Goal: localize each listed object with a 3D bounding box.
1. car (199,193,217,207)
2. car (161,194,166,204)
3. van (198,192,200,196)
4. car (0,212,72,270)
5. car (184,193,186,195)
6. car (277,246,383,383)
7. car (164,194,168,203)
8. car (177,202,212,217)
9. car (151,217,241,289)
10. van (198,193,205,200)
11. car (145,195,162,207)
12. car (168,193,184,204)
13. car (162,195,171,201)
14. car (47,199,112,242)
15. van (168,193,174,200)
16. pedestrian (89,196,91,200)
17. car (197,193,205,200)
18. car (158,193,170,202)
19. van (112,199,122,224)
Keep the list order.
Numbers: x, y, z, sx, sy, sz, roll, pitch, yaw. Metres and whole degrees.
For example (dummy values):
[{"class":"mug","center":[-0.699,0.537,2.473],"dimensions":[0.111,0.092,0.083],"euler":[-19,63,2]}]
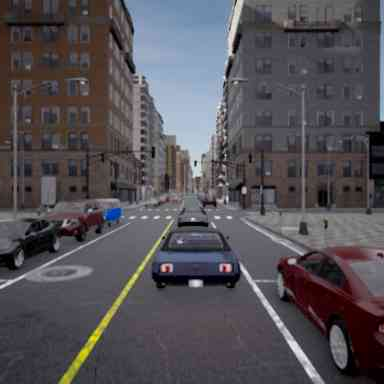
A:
[{"class":"car","center":[2.611,1.286,49.378],"dimensions":[2.192,1.841,5.009],"euler":[0,0,0]},{"class":"car","center":[-5.922,1.526,55.051],"dimensions":[1.947,1.339,4.313],"euler":[0,0,0]},{"class":"van","center":[2.590,1.278,66.349],"dimensions":[1.690,1.788,3.998],"euler":[0,0,0]},{"class":"car","center":[-5.870,1.573,11.098],"dimensions":[1.947,1.339,4.313],"euler":[0,0,0]},{"class":"car","center":[-3.094,1.410,78.600],"dimensions":[1.837,1.490,4.892],"euler":[0,0,0]},{"class":"car","center":[2.663,1.548,5.444],"dimensions":[1.887,1.381,4.507],"euler":[0,0,0]},{"class":"car","center":[-5.928,1.475,60.536],"dimensions":[1.752,1.417,4.829],"euler":[0,0,0]},{"class":"car","center":[0.071,1.577,21.778],"dimensions":[1.994,1.385,4.181],"euler":[0,0,0]},{"class":"car","center":[0.089,1.607,9.108],"dimensions":[1.895,1.301,4.718],"euler":[0,0,0]},{"class":"van","center":[2.563,1.227,88.974],"dimensions":[1.690,1.788,3.998],"euler":[0,0,0]},{"class":"car","center":[-5.915,1.497,49.226],"dimensions":[1.752,1.417,4.829],"euler":[0,0,0]},{"class":"car","center":[-3.119,1.296,63.212],"dimensions":[2.097,1.767,4.553],"euler":[0,0,1]},{"class":"car","center":[-5.949,1.495,77.671],"dimensions":[1.802,1.307,4.206],"euler":[0,0,0]},{"class":"car","center":[-5.876,1.326,16.739],"dimensions":[2.192,1.841,5.009],"euler":[0,0,0]},{"class":"van","center":[-5.969,1.213,94.635],"dimensions":[1.690,1.788,3.998],"euler":[0,0,0]},{"class":"pedestrian","center":[-12.599,1.123,40.338],"dimensions":[0.375,1.860,0.375],"euler":[0,0,1]},{"class":"car","center":[2.556,1.187,94.631],"dimensions":[2.192,1.841,5.009],"euler":[0,0,0]},{"class":"car","center":[-5.942,1.240,72.016],"dimensions":[2.192,1.841,5.009],"euler":[0,0,0]},{"class":"van","center":[-5.883,1.354,22.380],"dimensions":[1.690,1.788,3.998],"euler":[0,0,0]}]
